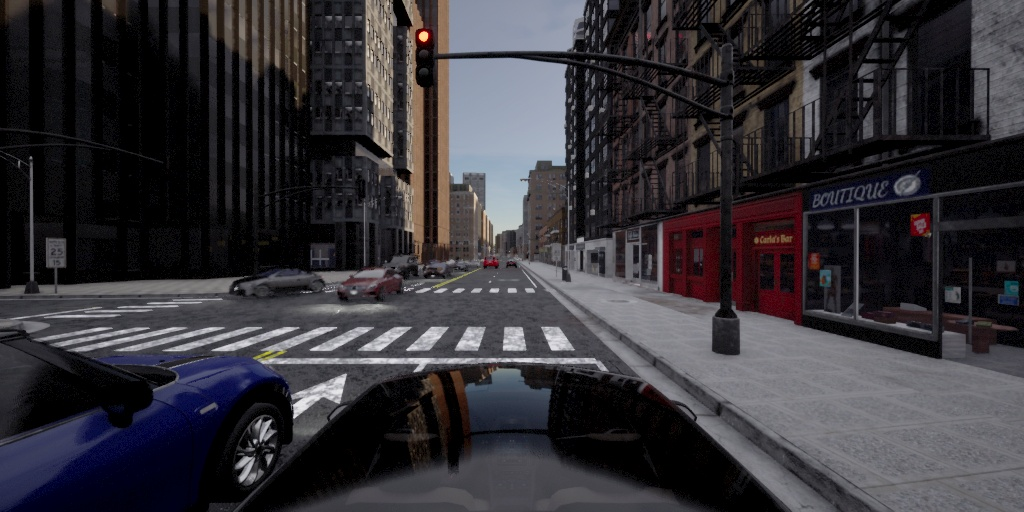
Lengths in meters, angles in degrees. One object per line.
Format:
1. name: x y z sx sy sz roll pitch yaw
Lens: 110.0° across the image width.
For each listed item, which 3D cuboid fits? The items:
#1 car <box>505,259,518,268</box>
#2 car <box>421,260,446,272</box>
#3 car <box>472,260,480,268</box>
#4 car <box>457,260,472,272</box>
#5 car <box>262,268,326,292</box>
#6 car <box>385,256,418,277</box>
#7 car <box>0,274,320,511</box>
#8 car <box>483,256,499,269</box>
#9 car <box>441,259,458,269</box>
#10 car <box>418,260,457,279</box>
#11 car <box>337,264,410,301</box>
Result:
1. car: -0.083 1.270 61.835 1.837 1.490 4.892 0 0 0
2. car: -9.976 1.253 45.956 2.128 1.511 4.902 0 0 0
3. car: -6.690 1.365 62.285 1.895 1.301 4.718 0 0 0
4. car: -6.726 1.325 46.094 1.994 1.385 4.181 0 0 0
5. car: -12.102 1.337 18.795 1.994 1.385 4.181 0 1 31
6. car: -9.934 0.976 32.207 2.150 2.045 5.566 0 0 0
7. car: -3.145 1.102 1.592 2.097 1.767 4.553 0 0 0
8. car: -3.420 0.985 58.051 2.150 2.045 5.566 0 0 0
9. car: -9.968 1.289 57.315 1.812 1.442 4.674 0 0 0
10. car: -6.691 1.304 32.947 2.033 1.411 5.357 0 0 0
11. car: -6.645 1.276 17.379 1.812 1.442 4.674 0 0 0
